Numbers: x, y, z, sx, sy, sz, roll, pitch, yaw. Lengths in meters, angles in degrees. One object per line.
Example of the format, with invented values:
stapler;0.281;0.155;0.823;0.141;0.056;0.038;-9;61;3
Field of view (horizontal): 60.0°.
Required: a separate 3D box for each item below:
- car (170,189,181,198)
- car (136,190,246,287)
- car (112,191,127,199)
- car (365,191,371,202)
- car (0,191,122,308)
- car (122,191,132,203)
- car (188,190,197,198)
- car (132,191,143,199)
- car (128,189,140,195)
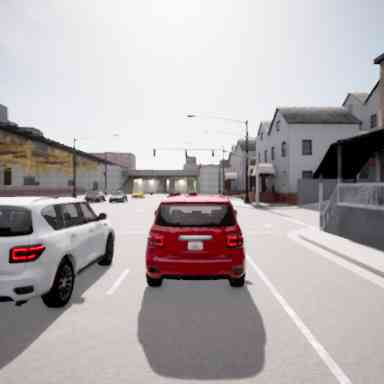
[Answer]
car;-3.336;0.318;69.185;2.097;1.767;4.553;0;1;0
car;0.099;1.084;9.057;2.150;2.045;5.566;0;1;1
car;-13.871;0.545;63.960;1.837;1.490;4.892;0;1;1
car;17.140;-0.302;28.785;4.181;1.385;1.994;-22;1;0
car;-3.409;1.103;7.795;2.150;2.045;5.566;0;1;1
car;-10.476;0.831;47.723;2.033;1.411;5.357;0;1;0
car;0.162;0.455;69.209;1.837;1.490;4.892;0;1;0
car;-10.373;0.517;64.091;1.882;1.535;5.008;0;1;1
car;-13.812;0.069;79.148;1.994;1.385;4.181;0;1;0
